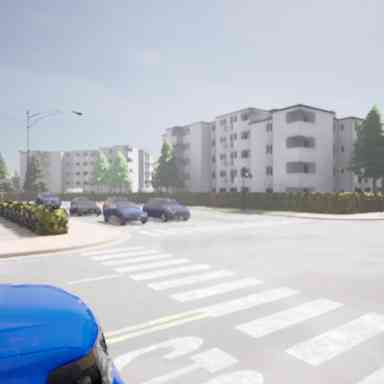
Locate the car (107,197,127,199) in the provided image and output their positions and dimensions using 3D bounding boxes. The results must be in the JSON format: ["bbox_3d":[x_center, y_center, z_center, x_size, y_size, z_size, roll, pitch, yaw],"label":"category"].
[{"bbox_3d":[-7.215,1.287,33.085,2.097,1.767,4.553,0,0,-36],"label":"car"}]

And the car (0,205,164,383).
[{"bbox_3d":[-3.106,1.231,1.562,5.566,2.045,2.150,0,0,-35],"label":"car"}]

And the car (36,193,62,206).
[{"bbox_3d":[-18.540,1.173,42.923,2.150,2.045,5.566,0,0,-36],"label":"car"}]

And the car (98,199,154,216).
[{"bbox_3d":[-4.838,1.478,23.723,1.812,1.442,4.674,0,0,-35],"label":"car"}]

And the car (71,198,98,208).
[{"bbox_3d":[-9.898,1.516,30.841,1.994,1.385,4.181,0,0,-35],"label":"car"}]

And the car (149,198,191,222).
[{"bbox_3d":[-2.044,1.287,25.836,2.097,1.767,4.553,0,0,-35],"label":"car"}]
